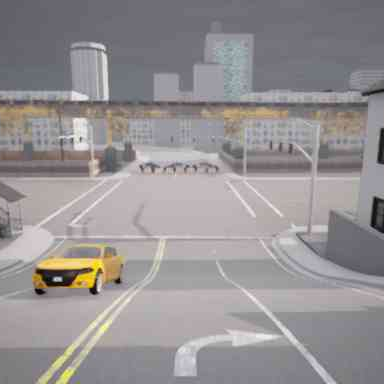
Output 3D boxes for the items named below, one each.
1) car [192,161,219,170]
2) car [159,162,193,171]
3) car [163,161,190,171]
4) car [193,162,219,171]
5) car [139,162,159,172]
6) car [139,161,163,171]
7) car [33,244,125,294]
[{"bbox_3d":[2.488,-4.893,61.186,4.536,1.218,1.853,6,12,28],"label":"car"},{"bbox_3d":[-2.837,-4.591,60.442,4.974,1.542,2.038,-8,13,-35],"label":"car"},{"bbox_3d":[-2.795,-4.752,60.442,4.536,1.218,1.853,-8,13,-35],"label":"car"},{"bbox_3d":[2.534,-4.734,61.192,4.974,1.542,2.038,6,12,28],"label":"car"},{"bbox_3d":[-7.445,-4.595,60.453,4.974,1.542,2.038,10,15,43],"label":"car"},{"bbox_3d":[-7.483,-4.757,60.458,4.536,1.218,1.853,10,15,43],"label":"car"},{"bbox_3d":[-3.699,2.577,11.733,1.882,1.535,5.008,0,-10,1],"label":"car"}]
